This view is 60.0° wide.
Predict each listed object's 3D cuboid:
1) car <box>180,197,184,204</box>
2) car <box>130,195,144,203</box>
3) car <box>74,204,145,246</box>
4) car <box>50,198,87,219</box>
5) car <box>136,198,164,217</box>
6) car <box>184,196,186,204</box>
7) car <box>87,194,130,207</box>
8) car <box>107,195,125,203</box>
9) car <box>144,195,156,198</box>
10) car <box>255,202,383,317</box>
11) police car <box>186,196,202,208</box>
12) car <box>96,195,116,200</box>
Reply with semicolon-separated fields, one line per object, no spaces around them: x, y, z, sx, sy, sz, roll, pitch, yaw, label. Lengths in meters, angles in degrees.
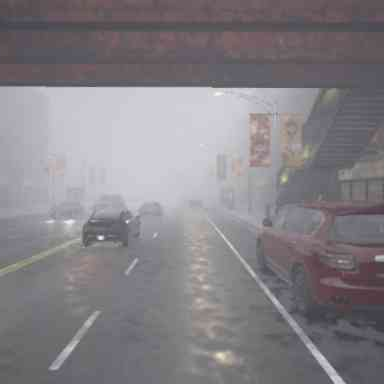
-1.101;1.575;65.117;1.812;1.442;4.674;0;0;-15;car
-12.518;1.599;71.583;1.994;1.385;4.181;0;0;-28;car
-3.550;1.516;15.262;1.837;1.490;4.892;0;0;-1;car
-10.930;1.526;29.522;1.837;1.490;4.892;0;0;-1;car
-3.759;1.587;31.293;1.994;1.385;4.181;0;0;-1;car
0.159;1.500;58.389;1.801;1.575;5.366;0;0;-6;car
-7.443;1.244;30.354;2.150;2.045;5.566;0;0;-1;car
-16.217;1.522;70.900;2.128;1.511;4.902;0;0;-32;car
-11.829;1.401;82.526;2.128;1.511;4.902;0;0;-44;car
3.007;1.235;7.636;2.435;2.045;5.566;0;0;-1;car
0.476;1.462;47.771;1.930;1.638;5.238;0;0;-1;police car
-23.717;1.421;91.551;5.357;1.411;2.033;0;0;27;car
